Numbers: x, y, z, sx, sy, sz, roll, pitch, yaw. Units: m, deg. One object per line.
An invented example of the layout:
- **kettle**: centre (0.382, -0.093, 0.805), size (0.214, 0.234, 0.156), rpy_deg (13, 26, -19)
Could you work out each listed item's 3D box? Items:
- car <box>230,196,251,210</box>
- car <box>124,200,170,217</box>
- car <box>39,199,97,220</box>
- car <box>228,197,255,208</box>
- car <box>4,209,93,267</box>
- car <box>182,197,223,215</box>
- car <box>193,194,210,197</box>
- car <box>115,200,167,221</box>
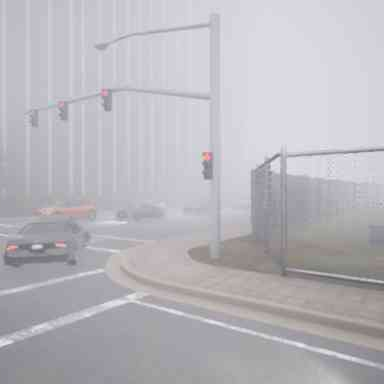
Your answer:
- **car**: centre (7.084, 1.346, 42.732), size (2.097, 1.767, 4.553), rpy_deg (0, 0, 36)
- **car**: centre (-4.368, 1.530, 32.774), size (1.812, 1.442, 4.674), rpy_deg (0, 0, 36)
- **car**: centre (-9.620, 1.356, 25.481), size (2.097, 1.767, 4.553), rpy_deg (0, 0, 36)
- **car**: centre (7.372, 1.481, 49.103), size (1.882, 1.535, 5.008), rpy_deg (0, 0, 36)
- **car**: centre (-4.773, 1.543, 11.511), size (2.033, 1.411, 5.357), rpy_deg (-1, 0, -13)
- **car**: centre (1.182, 1.542, 34.532), size (2.033, 1.411, 5.357), rpy_deg (0, 0, 36)
- **car**: centre (1.274, 1.225, 40.660), size (2.150, 2.045, 5.566), rpy_deg (0, 0, 35)
- **car**: centre (-4.206, 1.559, 27.023), size (1.994, 1.385, 4.181), rpy_deg (0, 0, 36)
